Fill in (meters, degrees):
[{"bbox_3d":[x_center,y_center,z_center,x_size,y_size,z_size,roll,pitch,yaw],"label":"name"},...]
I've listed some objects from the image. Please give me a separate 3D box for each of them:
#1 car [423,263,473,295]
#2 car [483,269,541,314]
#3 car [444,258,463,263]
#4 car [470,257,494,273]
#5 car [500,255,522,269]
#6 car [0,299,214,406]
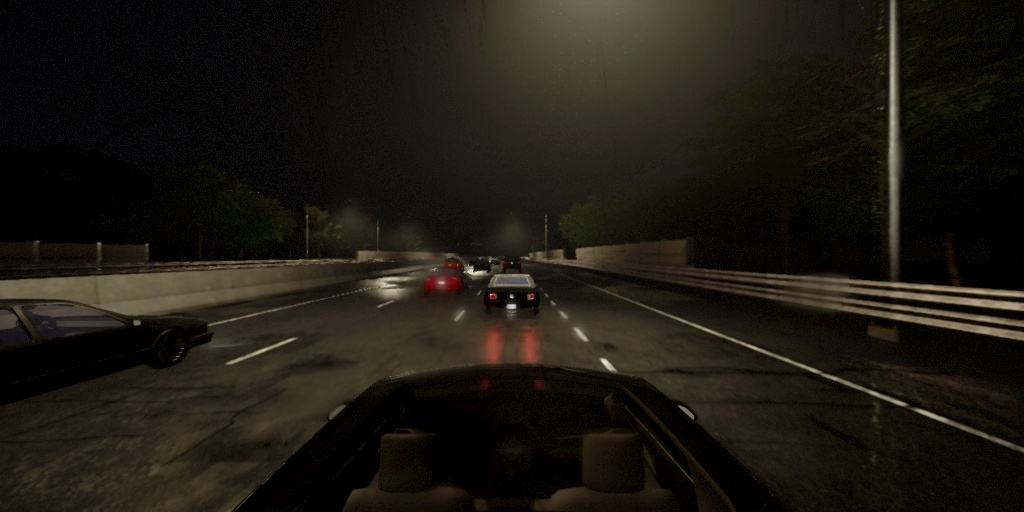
[{"bbox_3d":[-3.501,1.301,19.785,1.994,1.385,4.181,0,0,0],"label":"car"},{"bbox_3d":[-0.001,1.345,13.813,1.895,1.301,4.718,0,0,0],"label":"car"},{"bbox_3d":[-7.003,1.040,42.973,2.097,1.767,4.553,0,0,0],"label":"car"},{"bbox_3d":[-3.503,1.165,43.046,1.882,1.535,5.008,0,0,0],"label":"car"},{"bbox_3d":[-0.003,0.909,43.083,2.150,2.045,5.566,0,0,0],"label":"car"},{"bbox_3d":[-7.000,1.298,4.795,2.033,1.411,5.357,0,0,0],"label":"car"}]
